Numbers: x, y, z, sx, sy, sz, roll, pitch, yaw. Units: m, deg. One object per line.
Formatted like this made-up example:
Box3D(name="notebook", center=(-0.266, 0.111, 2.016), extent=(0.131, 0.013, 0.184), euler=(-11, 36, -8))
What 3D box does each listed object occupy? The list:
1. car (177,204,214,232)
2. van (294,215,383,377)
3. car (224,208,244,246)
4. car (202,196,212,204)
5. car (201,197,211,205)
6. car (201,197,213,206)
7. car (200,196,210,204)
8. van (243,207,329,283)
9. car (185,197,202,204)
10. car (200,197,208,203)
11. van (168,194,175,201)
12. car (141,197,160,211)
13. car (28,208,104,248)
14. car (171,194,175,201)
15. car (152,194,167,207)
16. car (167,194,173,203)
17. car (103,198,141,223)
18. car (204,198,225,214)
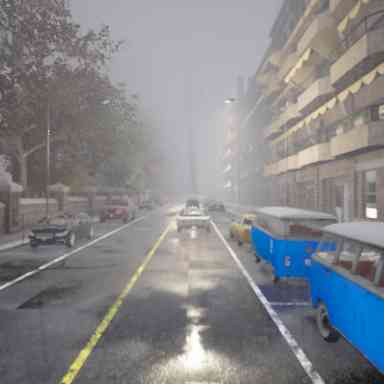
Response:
Box3D(name="car", center=(0.102, 1.644, 20.295), extent=(1.895, 1.301, 4.718), euler=(0, 0, 0))
Box3D(name="van", center=(2.707, 1.350, 3.894), extent=(1.690, 1.788, 3.998), euler=(1, 0, 0))
Box3D(name="car", center=(2.704, 1.557, 15.109), extent=(1.752, 1.417, 4.829), euler=(1, 0, 0))
Box3D(name="car", center=(2.705, 1.667, 48.080), extent=(1.947, 1.339, 4.313), euler=(1, 0, 0))
Box3D(name="car", center=(2.706, 1.662, 64.820), extent=(1.752, 1.417, 4.829), euler=(1, 0, 0))
Box3D(name="car", center=(2.706, 1.669, 59.126), extent=(1.887, 1.381, 4.507), euler=(1, 0, 0))
Box3D(name="car", center=(2.708, 1.588, 70.174), extent=(1.967, 1.590, 4.097), euler=(1, 0, 0))
Box3D(name="van", center=(2.707, 1.361, 9.416), extent=(1.690, 1.788, 3.998), euler=(1, 0, 0))
Box3D(name="car", center=(0.102, 1.602, 46.610), extent=(1.837, 1.490, 4.892), euler=(0, -1, 0))
Box3D(name="car", center=(2.706, 1.742, 75.697), extent=(1.802, 1.307, 4.206), euler=(1, 0, 0))
Box3D(name="van", center=(-5.678, 1.538, 92.268), extent=(1.690, 1.788, 3.998), euler=(1, 0, 0))
Box3D(name="car", center=(-5.675, 1.656, 42.557), extent=(1.947, 1.339, 4.313), euler=(1, 0, 0))
Box3D(name="car", center=(-5.676, 1.583, 14.940), extent=(2.008, 1.369, 4.403), euler=(1, 0, 0))
Box3D(name="car", center=(-5.669, 1.476, 75.698), extent=(2.192, 1.841, 5.009), euler=(1, 0, 0))
Box3D(name="car", center=(-5.670, 1.429, 53.605), extent=(2.192, 1.841, 5.009), euler=(1, 0, 0))
Box3D(name="car", center=(-5.674, 1.694, 70.174), extent=(1.887, 1.381, 4.507), euler=(1, 0, 0))
Box3D(name="car", center=(-5.671, 1.371, 25.987), extent=(2.192, 1.841, 5.009), euler=(1, 0, 0))
Box3D(name="car", center=(2.704, 1.644, 37.032), extent=(1.947, 1.339, 4.313), euler=(1, 0, 0))
